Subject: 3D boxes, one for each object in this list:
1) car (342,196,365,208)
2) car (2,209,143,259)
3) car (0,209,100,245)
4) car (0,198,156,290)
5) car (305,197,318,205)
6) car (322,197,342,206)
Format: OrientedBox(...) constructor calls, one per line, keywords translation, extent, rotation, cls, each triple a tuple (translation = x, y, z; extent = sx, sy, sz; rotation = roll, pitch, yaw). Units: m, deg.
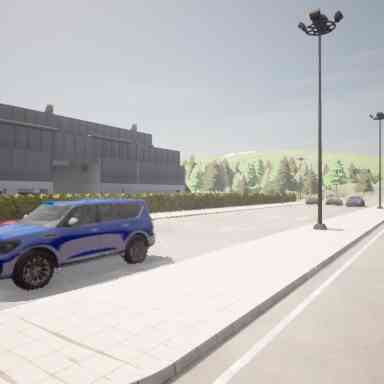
OrientedBox(translation=(24.069, 1.352, 48.992), extent=(2.097, 1.767, 4.553), rotation=(0, 0, 35), cls="car")
OrientedBox(translation=(-4.681, 1.547, 13.938), extent=(2.033, 1.411, 5.357), rotation=(0, 0, 35), cls="car")
OrientedBox(translation=(-7.094, 1.601, 16.594), extent=(1.895, 1.301, 4.718), rotation=(0, 0, 35), cls="car")
OrientedBox(translation=(-3.412, 1.221, 9.649), extent=(2.150, 2.045, 5.566), rotation=(0, 0, 35), cls="car")
OrientedBox(translation=(20.747, 1.564, 56.465), extent=(1.994, 1.385, 4.181), rotation=(0, 0, 35), cls="car")
OrientedBox(translation=(22.789, 1.564, 53.280), extent=(1.994, 1.385, 4.181), rotation=(0, 0, 35), cls="car")
